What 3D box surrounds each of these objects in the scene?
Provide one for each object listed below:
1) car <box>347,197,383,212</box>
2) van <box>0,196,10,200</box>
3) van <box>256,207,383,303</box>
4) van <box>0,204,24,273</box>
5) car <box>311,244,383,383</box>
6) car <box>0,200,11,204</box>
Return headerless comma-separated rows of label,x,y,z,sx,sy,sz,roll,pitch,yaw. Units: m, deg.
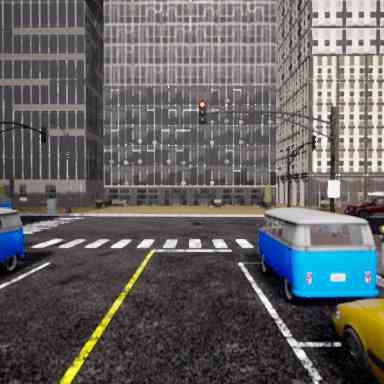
car,15.252,1.318,27.277,5.009,1.841,2.192,0,1,0
van,-17.138,1.179,27.485,3.998,1.788,1.690,0,1,0
van,2.681,1.333,7.952,1.690,1.788,3.998,-1,0,0
van,-5.699,1.333,7.985,1.690,1.788,3.998,-1,0,0
car,2.682,1.523,2.521,1.752,1.417,4.829,-1,0,0
car,-16.335,1.480,24.976,4.718,1.301,1.895,0,1,0
